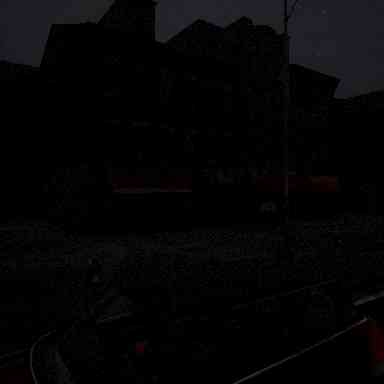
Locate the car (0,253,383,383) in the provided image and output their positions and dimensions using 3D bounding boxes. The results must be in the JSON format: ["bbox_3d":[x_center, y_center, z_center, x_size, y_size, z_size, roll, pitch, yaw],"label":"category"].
[{"bbox_3d":[-0.166,1.439,2.698,4.097,1.590,1.967,0,0,-35],"label":"car"}]
